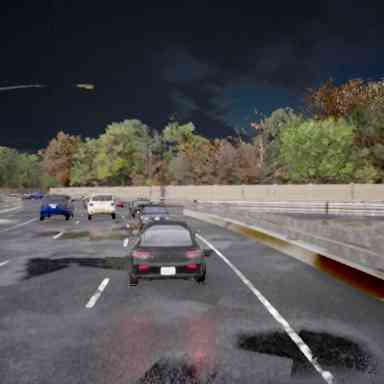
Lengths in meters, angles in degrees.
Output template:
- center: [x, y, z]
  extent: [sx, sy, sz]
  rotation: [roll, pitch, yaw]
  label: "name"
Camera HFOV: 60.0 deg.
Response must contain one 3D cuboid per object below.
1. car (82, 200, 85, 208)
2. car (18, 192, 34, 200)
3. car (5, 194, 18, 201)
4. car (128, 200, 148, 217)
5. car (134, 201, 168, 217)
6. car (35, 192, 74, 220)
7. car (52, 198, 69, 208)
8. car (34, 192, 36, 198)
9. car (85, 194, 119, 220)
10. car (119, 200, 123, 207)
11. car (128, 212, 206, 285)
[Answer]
- center: [-13.398, 1.479, 44.036]
  extent: [2.033, 1.411, 5.357]
  rotation: [0, 0, -24]
  label: "car"
- center: [-42.234, 1.284, 82.489]
  extent: [5.357, 1.411, 2.033]
  rotation: [0, 0, 39]
  label: "car"
- center: [-44.498, 1.277, 79.819]
  extent: [4.902, 1.511, 2.128]
  rotation: [0, 0, 39]
  label: "car"
- center: [-4.717, 1.455, 30.501]
  extent: [1.837, 1.490, 4.892]
  rotation: [0, 1, -16]
  label: "car"
- center: [-2.362, 1.512, 20.638]
  extent: [2.033, 1.411, 5.357]
  rotation: [0, 0, -11]
  label: "car"
- center: [-11.075, 1.183, 27.518]
  extent: [2.150, 2.045, 5.566]
  rotation: [0, 0, -15]
  label: "car"
- center: [-18.636, 1.532, 46.901]
  extent: [1.895, 1.301, 4.718]
  rotation: [0, 0, -26]
  label: "car"
- center: [-39.559, 0.977, 84.882]
  extent: [5.566, 2.045, 2.150]
  rotation: [0, 0, 39]
  label: "car"
- center: [-7.679, 1.171, 28.349]
  extent: [2.150, 2.045, 5.566]
  rotation: [0, -1, -15]
  label: "car"
- center: [-11.271, 1.487, 47.666]
  extent: [1.994, 1.385, 4.181]
  rotation: [0, 0, -25]
  label: "car"
- center: [-0.714, 1.509, 9.354]
  extent: [1.812, 1.442, 4.674]
  rotation: [0, 0, -5]
  label: "car"
